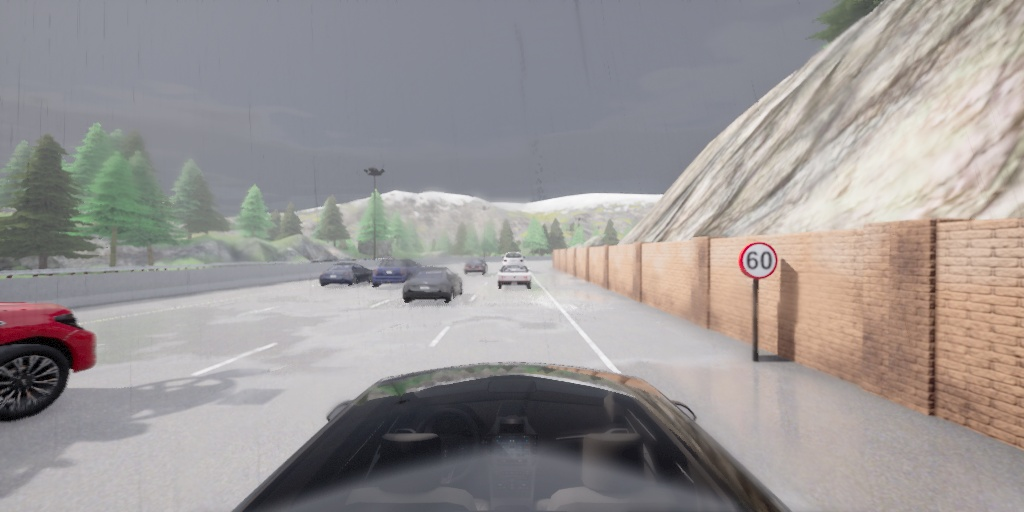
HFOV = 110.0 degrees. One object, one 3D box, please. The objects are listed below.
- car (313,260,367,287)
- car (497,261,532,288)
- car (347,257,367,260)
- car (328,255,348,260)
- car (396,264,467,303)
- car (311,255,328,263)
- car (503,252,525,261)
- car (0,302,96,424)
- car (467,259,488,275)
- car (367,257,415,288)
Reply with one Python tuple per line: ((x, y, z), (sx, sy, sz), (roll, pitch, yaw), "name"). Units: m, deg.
((-10.360, 1.134, 22.798), (1.994, 1.385, 4.181), (0, 1, 0), "car")
((0.136, 1.180, 21.633), (1.895, 1.301, 4.718), (0, 0, 0), "car")
((-22.764, 0.958, 55.483), (1.895, 1.301, 4.718), (0, 1, 12), "car")
((-26.188, 0.864, 56.206), (1.994, 1.385, 4.181), (0, 0, 12), "car")
((-3.375, 1.192, 15.908), (1.994, 1.385, 4.181), (0, 0, 0), "car")
((-29.611, 0.659, 56.936), (2.097, 1.767, 4.553), (0, 1, 12), "car")
((0.202, 0.653, 38.394), (2.150, 2.045, 5.566), (0, 0, 1), "car")
((-6.902, 0.967, 2.555), (2.150, 2.045, 5.566), (0, 1, 0), "car")
((-3.335, 1.021, 33.947), (2.033, 1.411, 5.357), (0, 0, 0), "car")
((-6.862, 0.927, 22.187), (2.097, 1.767, 4.553), (0, 0, 0), "car")
